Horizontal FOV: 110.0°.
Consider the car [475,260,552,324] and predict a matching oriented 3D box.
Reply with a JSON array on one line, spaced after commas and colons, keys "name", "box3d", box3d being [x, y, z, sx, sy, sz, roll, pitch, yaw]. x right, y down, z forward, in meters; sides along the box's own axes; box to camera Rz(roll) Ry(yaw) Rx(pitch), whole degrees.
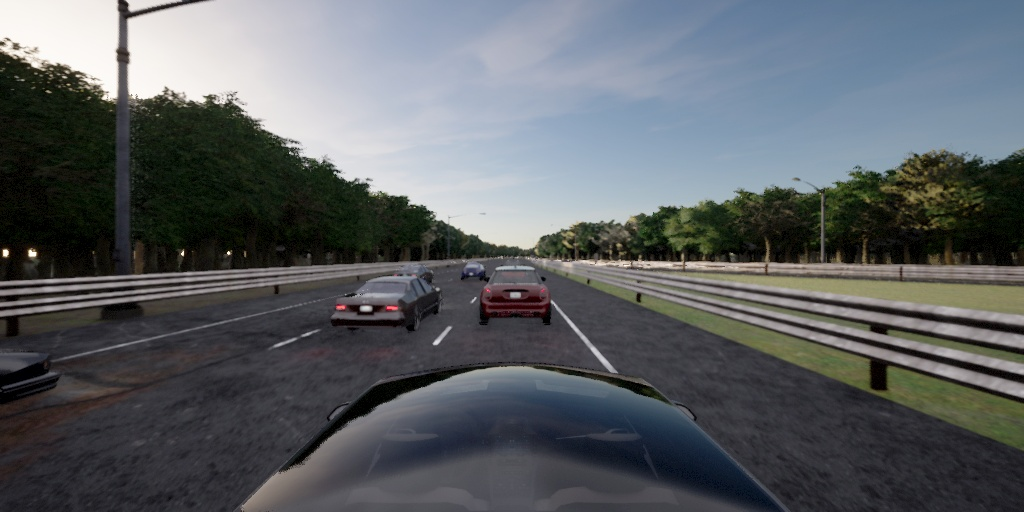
[{"name": "car", "box3d": [0.102, 1.115, 12.151, 2.097, 1.767, 4.553, 0, 0, 0]}]

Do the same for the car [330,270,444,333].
[{"name": "car", "box3d": [-3.392, 1.295, 10.815, 2.033, 1.411, 5.357, 1, -1, 0]}]

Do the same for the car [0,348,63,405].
[{"name": "car", "box3d": [-6.895, 1.291, 2.207, 2.033, 1.411, 5.357, 1, 0, 0]}]

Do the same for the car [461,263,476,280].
[{"name": "car", "box3d": [-3.392, 1.328, 32.149, 1.812, 1.442, 4.674, 0, 0, 0]}]

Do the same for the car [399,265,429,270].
[{"name": "car", "box3d": [-6.896, 1.326, 25.532, 2.033, 1.411, 5.357, 0, 0, 0]}]
